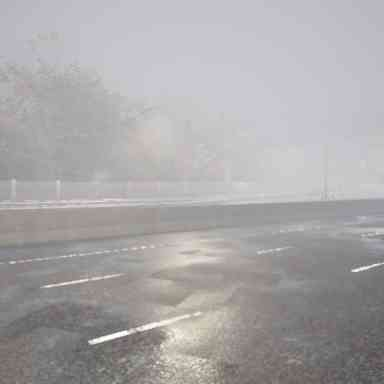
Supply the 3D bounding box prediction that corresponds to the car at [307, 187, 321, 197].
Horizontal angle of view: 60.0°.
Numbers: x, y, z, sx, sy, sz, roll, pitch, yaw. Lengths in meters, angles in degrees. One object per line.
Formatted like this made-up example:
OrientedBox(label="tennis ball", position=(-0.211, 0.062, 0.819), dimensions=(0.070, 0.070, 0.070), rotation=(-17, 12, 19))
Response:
OrientedBox(label="car", position=(28.643, -0.014, 77.782), dimensions=(2.150, 2.045, 5.566), rotation=(0, 1, 32))
